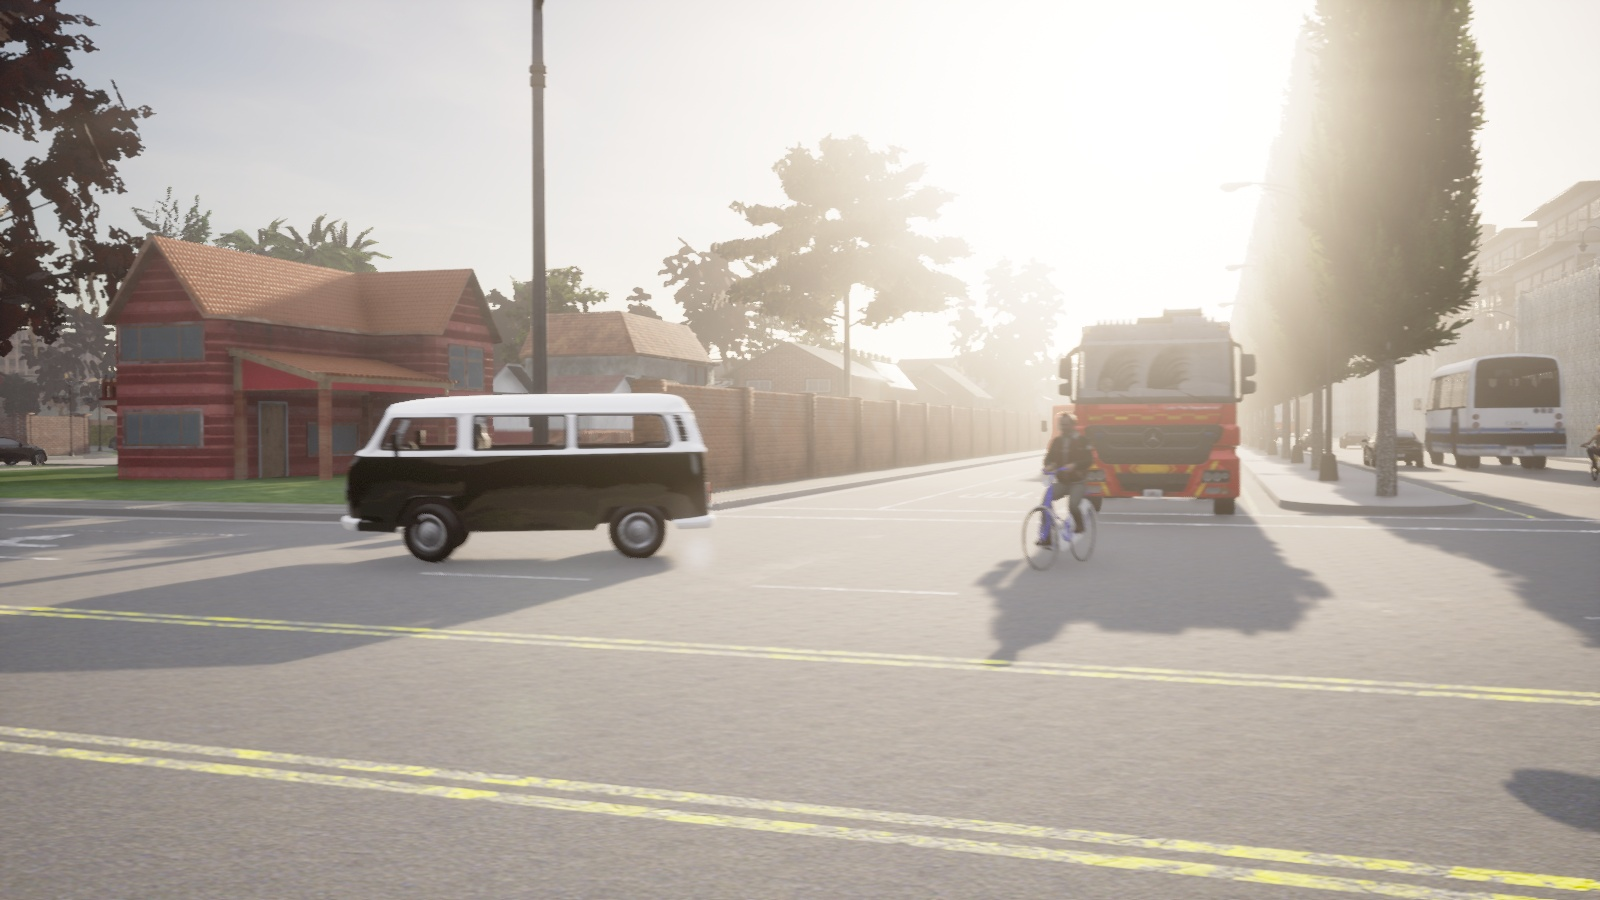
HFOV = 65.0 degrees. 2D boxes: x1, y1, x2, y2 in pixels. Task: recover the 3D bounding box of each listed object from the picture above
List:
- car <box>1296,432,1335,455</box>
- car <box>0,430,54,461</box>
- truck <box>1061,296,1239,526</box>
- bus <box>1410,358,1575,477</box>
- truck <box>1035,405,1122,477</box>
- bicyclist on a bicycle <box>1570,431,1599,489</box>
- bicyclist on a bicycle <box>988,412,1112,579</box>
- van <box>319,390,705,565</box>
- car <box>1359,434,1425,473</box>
[{"bbox_3d":[35.829,-0.486,87.336,2.128,1.511,4.902,0,1,18],"label":"car"},{"bbox_3d":[-37.497,-0.227,58.560,1.812,1.442,4.674,0,1,17],"label":"car"},{"bbox_3d":[7.237,-0.718,25.409,2.891,3.827,8.468,1,1,18],"label":"truck"},{"bbox_3d":[27.567,-1.258,50.659,3.944,4.253,10.273,1,1,18],"label":"bus"},{"bbox_3d":[10.307,-0.360,46.141,2.627,2.467,5.204,1,1,18],"label":"truck"},{"bbox_3d":[22.738,0.274,35.908,0.866,1.612,1.509,1,1,18],"label":"bicyclist on a bicycle"},{"bbox_3d":[2.873,0.479,14.296,0.659,1.776,1.843,0,1,37],"label":"bicyclist on a bicycle"},{"bbox_3d":[-3.507,0.280,15.928,4.480,2.038,2.069,0,2,-8],"label":"van"},{"bbox_3d":[24.025,0.103,51.133,1.837,1.490,4.892,1,1,18],"label":"car"}]
